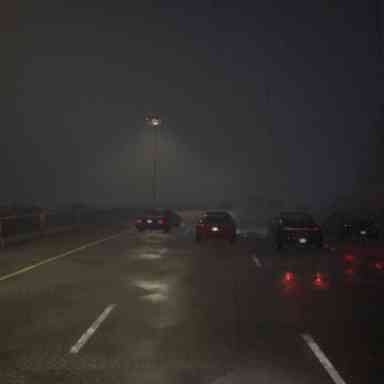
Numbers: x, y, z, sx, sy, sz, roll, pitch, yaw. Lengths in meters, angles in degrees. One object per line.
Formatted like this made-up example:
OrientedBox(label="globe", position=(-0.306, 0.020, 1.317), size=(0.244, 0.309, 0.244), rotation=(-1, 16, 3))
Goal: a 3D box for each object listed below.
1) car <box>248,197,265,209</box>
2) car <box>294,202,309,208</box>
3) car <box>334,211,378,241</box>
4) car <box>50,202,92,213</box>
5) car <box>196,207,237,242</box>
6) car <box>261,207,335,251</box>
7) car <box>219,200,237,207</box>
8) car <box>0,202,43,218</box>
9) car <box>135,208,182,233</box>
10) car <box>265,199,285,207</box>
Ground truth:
OrientedBox(label="car", position=(10.951, 1.794, 56.236), size=(2.150, 2.045, 5.566), rotation=(0, -1, 23))
OrientedBox(label="car", position=(16.660, 2.132, 50.702), size=(1.994, 1.385, 4.181), rotation=(0, -1, 20))
OrientedBox(label="car", position=(8.450, 1.748, 18.082), size=(1.812, 1.442, 4.674), rotation=(0, 0, 8))
OrientedBox(label="car", position=(-11.023, 1.658, 30.644), size=(1.882, 1.535, 5.008), rotation=(0, 0, 11))
OrientedBox(label="car", position=(1.340, 1.728, 17.599), size=(1.994, 1.385, 4.181), rotation=(0, 0, 7))
OrientedBox(label="car", position=(4.514, 1.658, 15.055), size=(2.128, 1.511, 4.902), rotation=(0, 0, 7))
OrientedBox(label="car", position=(5.548, 1.962, 51.014), size=(1.882, 1.535, 5.008), rotation=(0, 0, 19))
OrientedBox(label="car", position=(-14.933, 1.625, 28.689), size=(2.128, 1.511, 4.902), rotation=(0, -1, 10))
OrientedBox(label="car", position=(-1.963, 1.715, 20.970), size=(2.033, 1.411, 5.357), rotation=(0, 0, 9))
OrientedBox(label="car", position=(13.024, 1.896, 51.216), size=(2.097, 1.767, 4.553), rotation=(0, -1, 20))
